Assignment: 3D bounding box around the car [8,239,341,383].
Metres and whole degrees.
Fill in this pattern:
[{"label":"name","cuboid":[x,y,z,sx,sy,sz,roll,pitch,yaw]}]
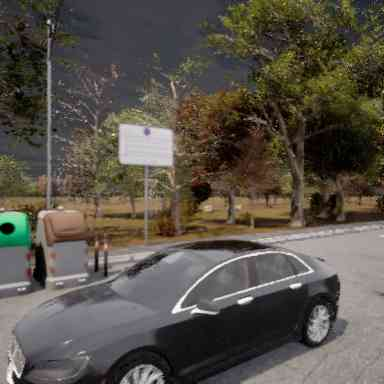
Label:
[{"label":"car","cuboid":[0.177,1.507,4.720,4.892,1.490,1.837,0,0,-36]}]
